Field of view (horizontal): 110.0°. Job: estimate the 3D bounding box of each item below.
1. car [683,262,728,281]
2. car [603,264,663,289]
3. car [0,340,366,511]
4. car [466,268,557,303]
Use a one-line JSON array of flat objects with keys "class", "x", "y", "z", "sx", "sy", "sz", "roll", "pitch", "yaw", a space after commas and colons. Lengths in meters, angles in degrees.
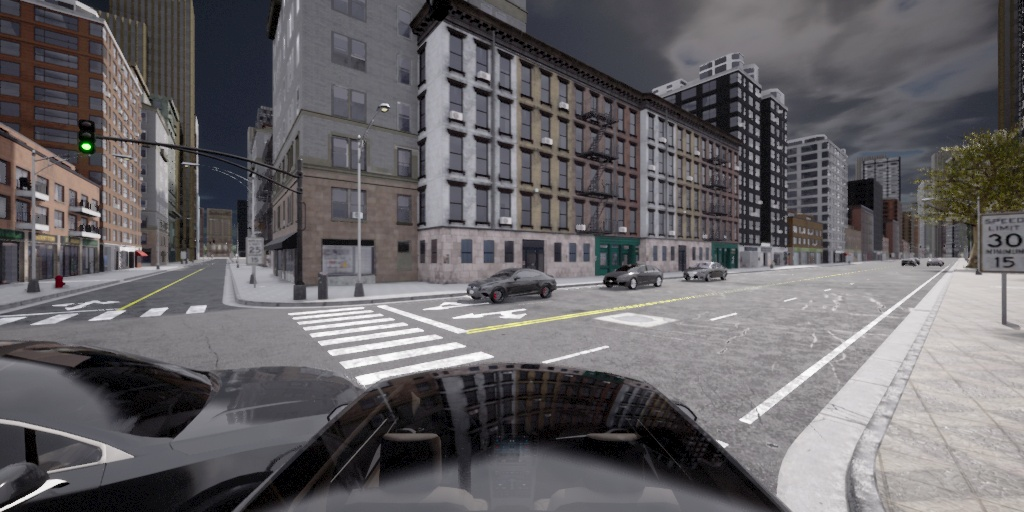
[{"class": "car", "x": 15.889, "y": 1.234, "z": 29.400, "sx": 4.902, "sy": 1.511, "sz": 2.128, "roll": 0, "pitch": 0, "yaw": -38}, {"class": "car", "x": 7.829, "y": 1.257, "z": 22.992, "sx": 4.892, "sy": 1.490, "sz": 1.837, "roll": 0, "pitch": 0, "yaw": -38}, {"class": "car", "x": -3.209, "y": 1.257, "z": 1.880, "sx": 4.892, "sy": 1.490, "sz": 1.837, "roll": 0, "pitch": 0, "yaw": -34}, {"class": "car", "x": 0.090, "y": 1.286, "z": 16.827, "sx": 4.674, "sy": 1.442, "sz": 1.812, "roll": 0, "pitch": 0, "yaw": -39}]
